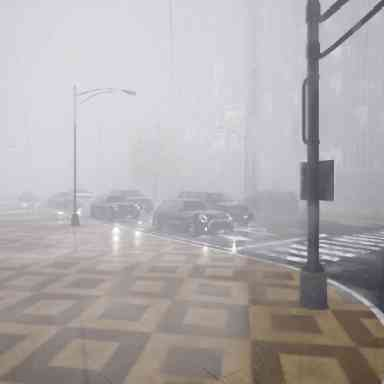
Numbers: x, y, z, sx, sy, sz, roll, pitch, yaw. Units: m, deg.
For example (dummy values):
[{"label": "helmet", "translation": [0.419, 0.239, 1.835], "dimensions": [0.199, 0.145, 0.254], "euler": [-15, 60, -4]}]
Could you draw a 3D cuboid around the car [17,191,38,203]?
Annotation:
[{"label": "car", "translation": [-22.144, 0.651, 44.718], "dimensions": [1.812, 1.442, 4.674], "euler": [0, 1, -38]}]

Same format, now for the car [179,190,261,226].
[{"label": "car", "translation": [1.141, 0.951, 20.205], "dimensions": [2.150, 2.045, 5.566], "euler": [0, 1, -40]}]

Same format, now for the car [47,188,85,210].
[{"label": "car", "translation": [-12.406, 0.758, 32.178], "dimensions": [2.097, 1.767, 4.553], "euler": [0, 1, -38]}]

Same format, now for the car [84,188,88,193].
[{"label": "car", "translation": [-13.078, 0.529, 38.306], "dimensions": [2.150, 2.045, 5.566], "euler": [0, 1, -38]}]

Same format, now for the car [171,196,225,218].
[{"label": "car", "translation": [0.376, 1.147, 26.776], "dimensions": [1.812, 1.442, 4.674], "euler": [0, 1, -38]}]

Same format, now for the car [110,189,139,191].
[{"label": "car", "translation": [-5.481, 0.754, 28.630], "dimensions": [2.150, 2.045, 5.566], "euler": [0, 1, -38]}]

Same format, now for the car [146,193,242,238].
[{"label": "car", "translation": [-0.051, 1.124, 16.510], "dimensions": [2.097, 1.767, 4.553], "euler": [0, 1, -38]}]

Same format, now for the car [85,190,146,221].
[{"label": "car", "translation": [-5.464, 0.965, 23.355], "dimensions": [2.097, 1.767, 4.553], "euler": [0, 1, -38]}]

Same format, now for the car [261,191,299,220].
[{"label": "car", "translation": [5.496, 0.916, 25.557], "dimensions": [2.150, 2.045, 5.566], "euler": [0, 1, -38]}]
